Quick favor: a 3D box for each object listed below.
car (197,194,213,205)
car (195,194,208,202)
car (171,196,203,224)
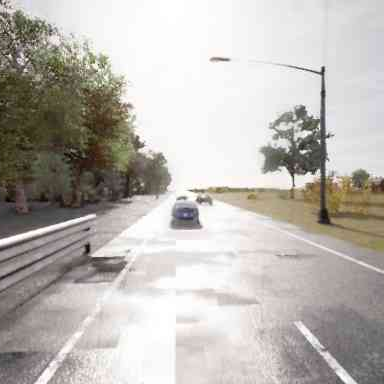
[{"bbox_3d":[2.039,1.102,49.661,2.128,1.511,4.902,0,0,-2],"label":"car"},{"bbox_3d":[1.687,1.078,60.077,2.033,1.411,5.357,0,0,-2],"label":"car"},{"bbox_3d":[-0.480,1.303,23.447,1.882,1.535,5.008,0,0,-2],"label":"car"}]
